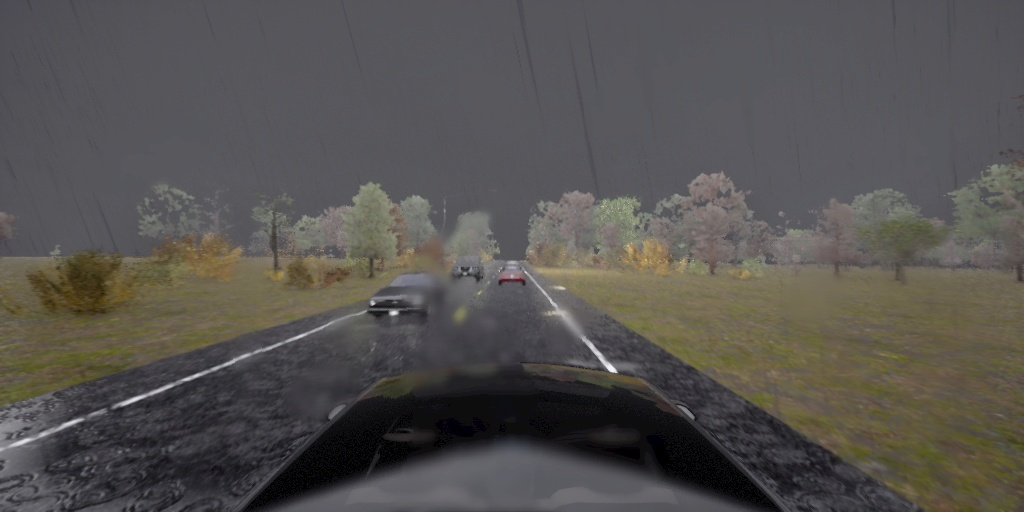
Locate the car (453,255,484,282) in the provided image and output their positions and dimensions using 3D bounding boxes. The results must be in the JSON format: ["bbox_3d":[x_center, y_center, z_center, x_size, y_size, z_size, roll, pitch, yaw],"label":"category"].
[{"bbox_3d":[-3.494,0.965,29.450,2.150,2.045,5.566,0,0,0],"label":"car"}]

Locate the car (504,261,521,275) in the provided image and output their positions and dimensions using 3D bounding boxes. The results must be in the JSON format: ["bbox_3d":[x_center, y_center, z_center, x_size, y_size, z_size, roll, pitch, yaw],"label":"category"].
[{"bbox_3d":[0.061,1.272,40.434,1.812,1.442,4.674,0,0,1],"label":"car"}]

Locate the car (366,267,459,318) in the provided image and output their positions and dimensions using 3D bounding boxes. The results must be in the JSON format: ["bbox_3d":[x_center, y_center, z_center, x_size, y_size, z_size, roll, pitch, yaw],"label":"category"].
[{"bbox_3d":[-3.498,1.305,13.277,2.033,1.411,5.357,0,0,0],"label":"car"}]

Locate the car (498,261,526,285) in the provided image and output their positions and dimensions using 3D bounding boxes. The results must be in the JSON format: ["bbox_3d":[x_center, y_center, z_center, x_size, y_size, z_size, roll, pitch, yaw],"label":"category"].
[{"bbox_3d":[0.012,1.306,25.951,1.994,1.385,4.181,0,0,0],"label":"car"}]
